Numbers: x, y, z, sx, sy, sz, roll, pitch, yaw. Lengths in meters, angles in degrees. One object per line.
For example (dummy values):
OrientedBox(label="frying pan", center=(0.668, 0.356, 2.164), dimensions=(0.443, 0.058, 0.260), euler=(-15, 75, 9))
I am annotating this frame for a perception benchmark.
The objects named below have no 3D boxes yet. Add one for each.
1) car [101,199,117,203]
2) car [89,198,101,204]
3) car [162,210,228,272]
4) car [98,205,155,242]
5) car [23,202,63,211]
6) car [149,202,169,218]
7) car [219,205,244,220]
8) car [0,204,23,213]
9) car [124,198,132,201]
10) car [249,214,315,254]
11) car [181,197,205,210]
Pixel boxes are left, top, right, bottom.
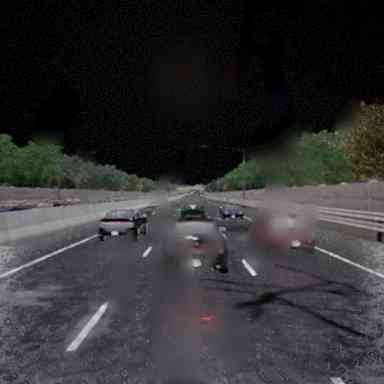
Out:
OrientedBox(label="car", center=(-17.505, 2.110, 71.592), dimensions=(1.994, 1.385, 4.181), euler=(0, -1, 0))
OrientedBox(label="car", center=(-21.005, 2.099, 72.842), dimensions=(1.994, 1.385, 4.181), euler=(0, -1, 0))
OrientedBox(label="car", center=(0.089, 1.591, 11.017), dimensions=(1.837, 1.490, 4.892), euler=(0, 0, 0))
OrientedBox(label="car", center=(-3.404, 1.622, 17.095), dimensions=(2.128, 1.511, 4.902), euler=(0, 0, 0))
OrientedBox(label="car", center=(-14.098, 1.757, 32.508), dimensions=(1.837, 1.490, 4.892), euler=(0, 0, 0))
OrientedBox(label="car", center=(-3.405, 1.759, 32.748), dimensions=(1.837, 1.490, 4.892), euler=(0, 0, 0))
OrientedBox(label="car", center=(3.596, 1.842, 31.194), dimensions=(1.895, 1.301, 4.718), euler=(0, 0, 0))
OrientedBox(label="car", center=(-17.600, 1.843, 31.262), dimensions=(1.895, 1.301, 4.718), euler=(0, 0, 0))
OrientedBox(label="car", center=(-14.005, 2.099, 72.842), dimensions=(1.994, 1.385, 4.181), euler=(0, -1, 0))
OrientedBox(label="car", center=(3.594, 1.631, 13.796), dimensions=(1.812, 1.442, 4.674), euler=(0, 0, 0))
OrientedBox(label="car", center=(0.096, 1.468, 31.833), dimensions=(2.150, 2.045, 5.566), euler=(0, 0, 0))
